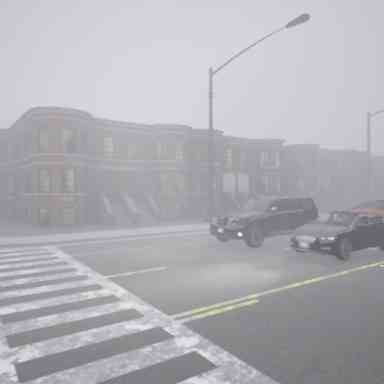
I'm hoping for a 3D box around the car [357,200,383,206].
[{"bbox_3d":[11.200,1.305,20.544,4.553,1.767,2.097,0,0,-35],"label":"car"}]

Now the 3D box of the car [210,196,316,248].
[{"bbox_3d":[3.445,1.196,15.006,5.566,2.045,2.150,0,0,-34],"label":"car"}]

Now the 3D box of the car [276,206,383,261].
[{"bbox_3d":[5.670,1.465,12.310,4.902,1.511,2.128,0,0,-35],"label":"car"}]
